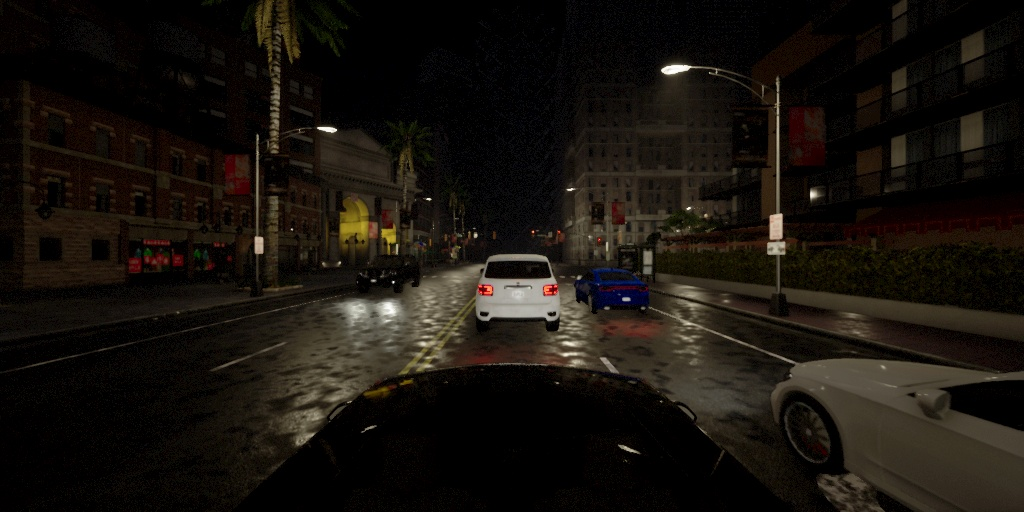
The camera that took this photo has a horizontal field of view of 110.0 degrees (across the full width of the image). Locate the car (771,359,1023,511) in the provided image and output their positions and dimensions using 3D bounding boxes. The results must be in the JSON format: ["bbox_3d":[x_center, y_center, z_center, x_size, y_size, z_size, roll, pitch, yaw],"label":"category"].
[{"bbox_3d":[3.654,1.276,1.808,1.812,1.442,4.674,0,0,0],"label":"car"}]

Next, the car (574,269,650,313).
[{"bbox_3d":[3.676,1.227,13.971,1.882,1.535,5.008,0,0,0],"label":"car"}]

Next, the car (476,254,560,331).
[{"bbox_3d":[0.157,0.971,11.063,2.150,2.045,5.566,0,0,0],"label":"car"}]

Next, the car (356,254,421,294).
[{"bbox_3d":[-6.887,0.883,20.652,2.150,2.045,5.566,0,0,0],"label":"car"}]
